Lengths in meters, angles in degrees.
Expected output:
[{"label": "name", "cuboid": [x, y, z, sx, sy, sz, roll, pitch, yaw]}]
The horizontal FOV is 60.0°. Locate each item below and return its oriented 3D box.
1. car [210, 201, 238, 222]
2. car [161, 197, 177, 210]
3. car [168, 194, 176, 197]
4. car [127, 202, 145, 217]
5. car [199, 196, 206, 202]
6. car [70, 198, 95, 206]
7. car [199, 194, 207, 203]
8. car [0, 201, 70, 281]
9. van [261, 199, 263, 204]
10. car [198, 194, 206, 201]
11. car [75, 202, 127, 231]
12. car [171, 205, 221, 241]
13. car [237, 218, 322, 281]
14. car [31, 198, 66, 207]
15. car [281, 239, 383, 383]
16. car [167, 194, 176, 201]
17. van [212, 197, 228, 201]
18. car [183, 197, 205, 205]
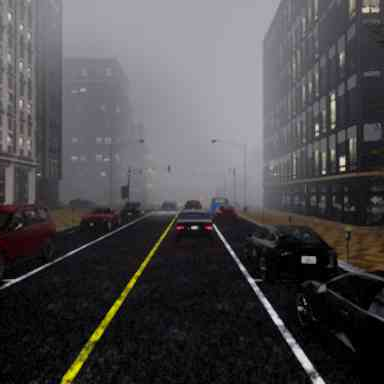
[{"label": "car", "cuboid": [2.666, 1.648, 26.731, 1.802, 1.307, 4.206, 0, 0, 0]}, {"label": "car", "cuboid": [-3.004, 1.717, 44.327, 1.895, 1.301, 4.718, 0, 0, 0]}, {"label": "car", "cuboid": [-5.671, 1.778, 82.577, 1.752, 1.417, 4.829, 0, 0, 0]}, {"label": "car", "cuboid": [-5.680, 1.648, 32.448, 1.947, 1.339, 4.313, 0, 0, 0]}, {"label": "car", "cuboid": [2.710, 1.856, 88.285, 1.802, 1.307, 4.206, 0, 0, 0]}, {"label": "car", "cuboid": [-17.455, 1.669, 53.236, 4.206, 1.307, 1.802, 0, -1, 0]}, {"label": "car", "cuboid": [2.709, 1.757, 77.377, 1.752, 1.417, 4.829, 0, 0, 0]}, {"label": "car", "cuboid": [-5.683, 1.338, 9.692, 2.192, 1.841, 5.009, 0, 0, 0]}, {"label": "van", "cuboid": [14.912, 1.580, 61.690, 3.998, 1.788, 1.690, 0, -1, 0]}, {"label": "car", "cuboid": [2.713, 1.612, 93.825, 2.192, 1.841, 5.009, 0, 0, 0]}, {"label": "car", "cuboid": [-5.683, 1.596, 21.071, 1.887, 1.381, 4.507, 0, 0, 0]}, {"label": "car", "cuboid": [0.104, 1.587, 16.738, 2.033, 1.411, 5.357, 0, 0, 0]}, {"label": "car", "cuboid": [2.663, 1.588, 9.664, 1.947, 1.339, 4.313, 0, 0, 0]}, {"label": "car", "cuboid": [-22.947, 1.602, 53.224, 4.829, 1.417, 1.752, 0, -1, 0]}, {"label": "car", "cuboid": [2.662, 1.575, 3.975, 1.947, 1.339, 4.313, 0, 0, 0]}, {"label": "car", "cuboid": [-5.668, 1.613, 93.826, 2.192, 1.841, 5.009, 0, 0, 0]}, {"label": "van", "cuboid": [2.668, 1.422, 32.421, 1.690, 1.788, 3.998, 0, 0, 0]}, {"label": "car", "cuboid": [0.107, 1.568, 35.585, 1.882, 1.535, 5.008, 0, 0, 0]}]
